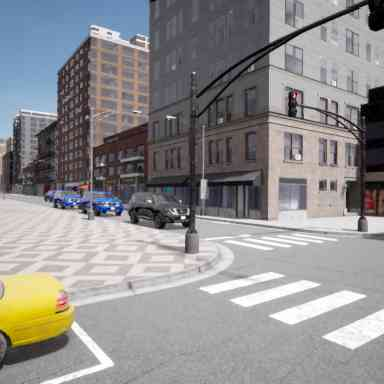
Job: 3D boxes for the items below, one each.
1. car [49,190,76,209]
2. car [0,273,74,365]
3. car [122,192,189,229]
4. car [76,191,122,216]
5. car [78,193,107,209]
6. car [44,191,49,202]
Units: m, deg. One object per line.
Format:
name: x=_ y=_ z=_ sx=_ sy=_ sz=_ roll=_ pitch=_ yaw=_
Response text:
car: x=-14.209 y=0.862 z=37.973 sx=2.150 sy=2.045 sz=5.566 roll=1 pitch=0 yaw=-35
car: x=-3.979 y=1.525 z=3.914 sx=4.829 sy=1.417 sz=1.752 roll=0 pitch=1 yaw=-36
car: x=-2.070 y=1.053 z=20.778 sx=2.150 sy=2.045 sz=5.566 roll=1 pitch=0 yaw=-35
car: x=-8.013 y=0.960 z=29.188 sx=2.150 sy=2.045 sz=5.566 roll=1 pitch=0 yaw=-35
car: x=-12.268 y=1.015 z=40.741 sx=2.097 sy=1.767 sz=4.553 roll=1 pitch=0 yaw=-35
car: x=-23.445 y=0.708 z=56.582 sx=2.150 sy=2.045 sz=5.566 roll=1 pitch=0 yaw=-37
